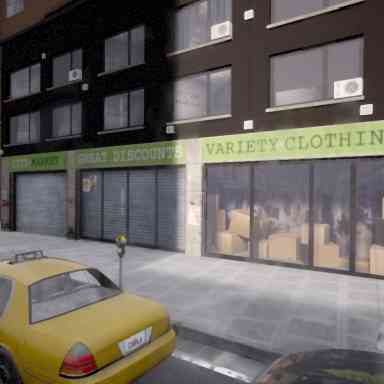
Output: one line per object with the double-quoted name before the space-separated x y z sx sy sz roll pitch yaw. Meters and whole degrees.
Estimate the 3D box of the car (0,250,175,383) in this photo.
"car" -2.489 1.524 4.790 4.829 1.417 1.752 0 1 35

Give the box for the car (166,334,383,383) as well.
"car" 2.248 1.551 1.521 4.403 1.369 2.008 0 1 35
